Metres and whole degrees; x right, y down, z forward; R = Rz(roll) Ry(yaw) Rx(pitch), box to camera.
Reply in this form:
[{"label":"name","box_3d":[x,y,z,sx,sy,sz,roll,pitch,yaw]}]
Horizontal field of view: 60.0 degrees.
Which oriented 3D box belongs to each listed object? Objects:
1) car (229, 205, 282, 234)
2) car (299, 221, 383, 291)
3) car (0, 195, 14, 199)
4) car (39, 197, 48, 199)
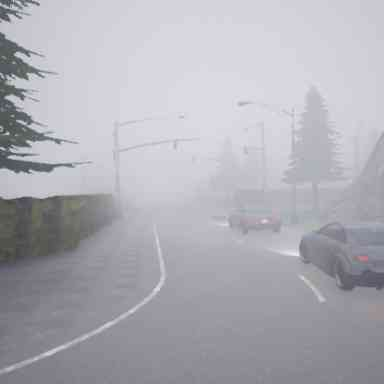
[{"label":"car","box_3d":[3.336,1.394,18.316,1.994,1.385,4.181,-1,0,-7]},{"label":"car","box_3d":[4.233,1.428,8.638,1.994,1.385,4.181,-1,0,3]},{"label":"car","box_3d":[-40.153,1.592,72.220,1.932,1.855,4.605,-1,0,-7]},{"label":"car","box_3d":[-21.638,1.549,48.058,2.152,1.636,5.027,-1,0,-7]}]
